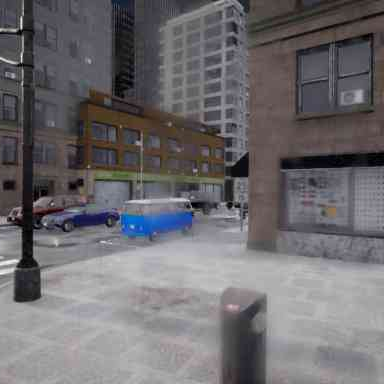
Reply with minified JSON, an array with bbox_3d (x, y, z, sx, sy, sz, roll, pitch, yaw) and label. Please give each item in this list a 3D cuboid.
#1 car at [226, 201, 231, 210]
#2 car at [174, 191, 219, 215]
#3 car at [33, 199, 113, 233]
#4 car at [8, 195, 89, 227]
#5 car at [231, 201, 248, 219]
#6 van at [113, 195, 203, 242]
[{"bbox_3d":[5.458,1.178,35.369,1.895,1.301,4.718,1,1,36],"label":"car"},{"bbox_3d":[-0.405,0.924,27.082,2.150,2.045,5.566,0,1,35],"label":"car"},{"bbox_3d":[-6.177,1.351,18.926,1.812,1.442,4.674,0,1,35],"label":"car"},{"bbox_3d":[-8.399,1.123,20.372,2.192,1.841,5.009,1,1,35],"label":"car"},{"bbox_3d":[5.036,1.280,24.614,2.008,1.369,4.403,1,1,35],"label":"car"},{"bbox_3d":[-1.439,1.208,15.451,1.690,1.788,3.998,1,1,35],"label":"van"}]
